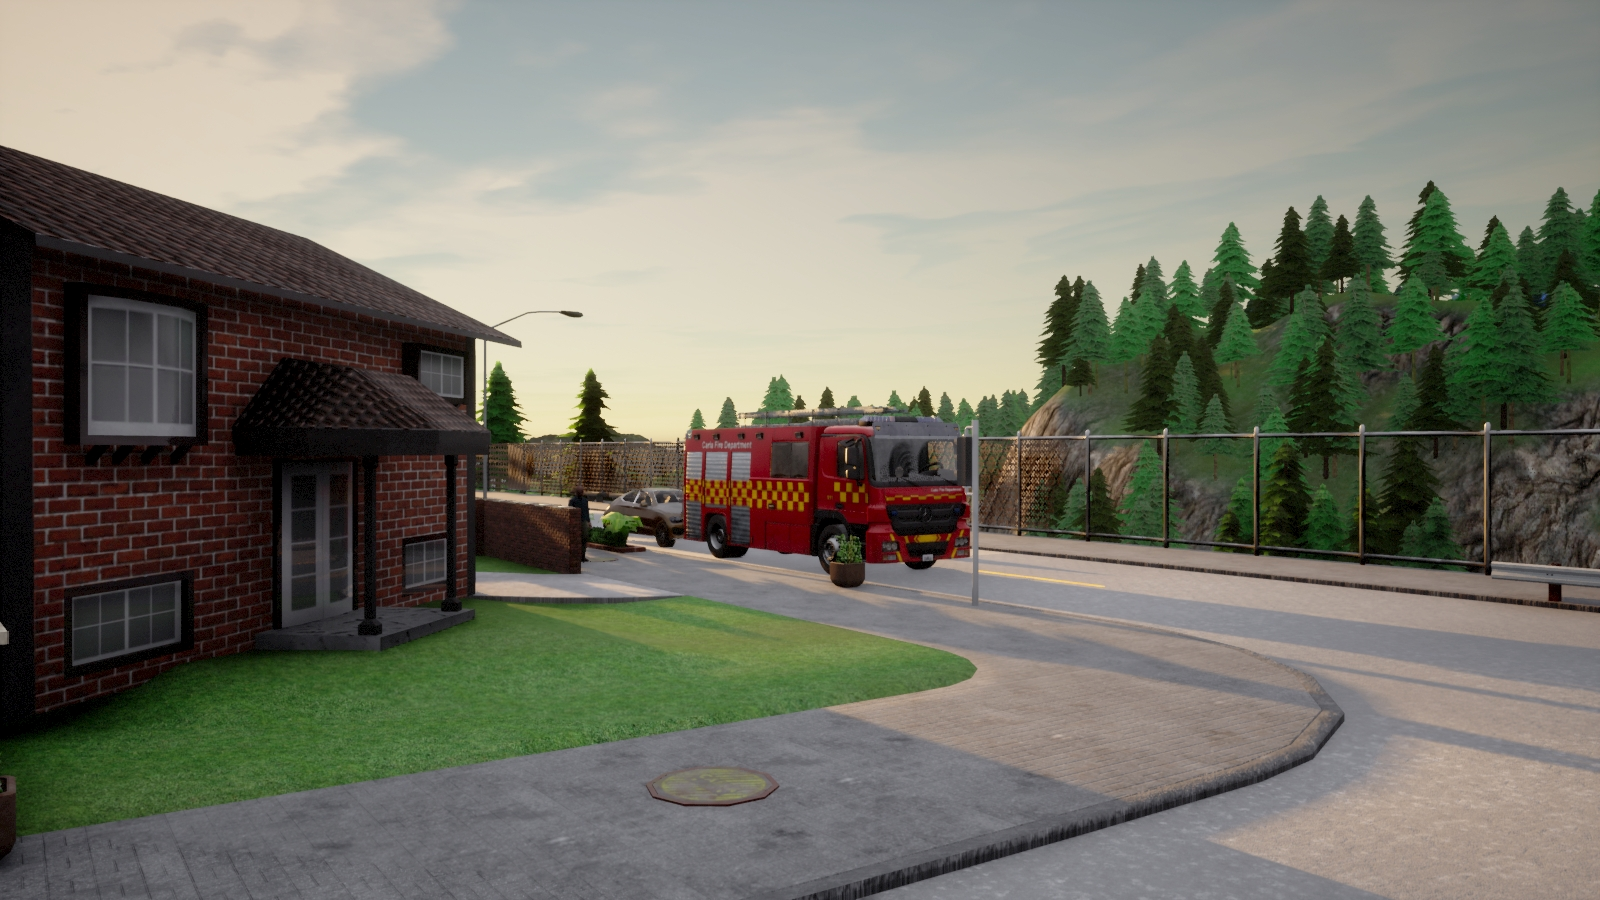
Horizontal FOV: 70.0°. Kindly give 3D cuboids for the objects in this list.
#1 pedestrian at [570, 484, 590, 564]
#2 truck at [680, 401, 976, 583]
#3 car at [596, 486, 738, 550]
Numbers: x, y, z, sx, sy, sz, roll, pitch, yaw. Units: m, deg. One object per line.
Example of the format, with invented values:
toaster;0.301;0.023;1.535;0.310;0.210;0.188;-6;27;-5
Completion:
pedestrian;-5.203;1.745;27.016;0.375;1.860;0.375;0;0;-29
truck;0.353;0.891;28.322;2.891;3.827;8.468;0;0;-35
car;-4.125;1.992;34.731;2.152;1.651;5.027;0;0;-35
